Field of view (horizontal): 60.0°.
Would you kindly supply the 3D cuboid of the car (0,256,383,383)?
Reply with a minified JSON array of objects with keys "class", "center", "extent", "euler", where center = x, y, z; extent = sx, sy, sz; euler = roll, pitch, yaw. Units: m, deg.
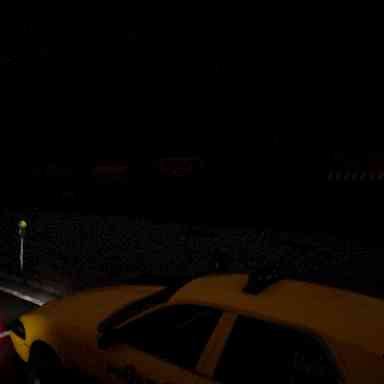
[{"class":"car","center":[0.365,1.432,3.022],"extent":[5.366,1.575,1.801],"euler":[1,1,35]}]
